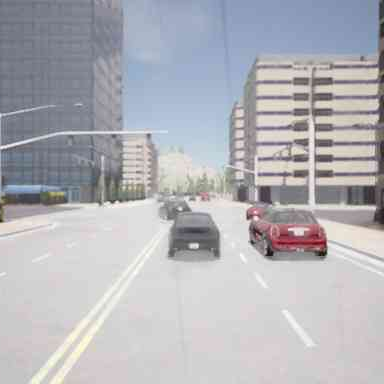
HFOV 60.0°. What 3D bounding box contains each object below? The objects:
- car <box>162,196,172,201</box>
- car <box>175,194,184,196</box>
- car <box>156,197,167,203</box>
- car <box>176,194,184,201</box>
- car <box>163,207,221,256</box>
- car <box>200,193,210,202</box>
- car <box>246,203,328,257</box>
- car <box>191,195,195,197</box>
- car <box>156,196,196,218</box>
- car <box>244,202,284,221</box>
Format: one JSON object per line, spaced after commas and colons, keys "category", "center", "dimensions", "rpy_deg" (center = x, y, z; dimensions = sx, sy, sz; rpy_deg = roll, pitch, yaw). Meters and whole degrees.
{"category": "car", "center": [-6.782, 1.749, 90.906], "dimensions": [2.128, 1.511, 4.902], "rpy_deg": [0, 0, 0]}
{"category": "car", "center": [-3.322, 1.766, 74.499], "dimensions": [2.128, 1.511, 4.902], "rpy_deg": [0, 0, 0]}
{"category": "car", "center": [-6.822, 1.794, 74.510], "dimensions": [1.994, 1.385, 4.181], "rpy_deg": [0, 0, 0]}
{"category": "car", "center": [-3.282, 1.447, 90.903], "dimensions": [2.150, 2.045, 5.566], "rpy_deg": [0, 0, 0]}
{"category": "car", "center": [0.092, 1.546, 13.271], "dimensions": [1.837, 1.490, 4.892], "rpy_deg": [0, -1, 1]}
{"category": "car", "center": [3.713, 1.505, 88.721], "dimensions": [2.150, 2.045, 5.566], "rpy_deg": [0, 0, 0]}
{"category": "car", "center": [3.592, 1.395, 13.236], "dimensions": [2.097, 1.767, 4.553], "rpy_deg": [0, 0, 1]}
{"category": "car", "center": [0.215, 1.814, 89.835], "dimensions": [1.812, 1.442, 4.674], "rpy_deg": [0, 0, 0]}
{"category": "car", "center": [-1.588, 1.445, 28.825], "dimensions": [2.097, 1.767, 4.553], "rpy_deg": [0, 0, -17]}
{"category": "car", "center": [6.397, 1.658, 29.190], "dimensions": [1.994, 1.385, 4.181], "rpy_deg": [0, 0, 34]}
